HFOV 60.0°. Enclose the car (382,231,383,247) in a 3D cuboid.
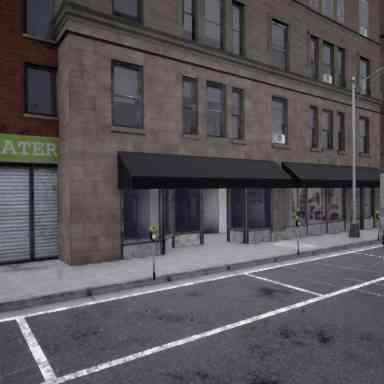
[{"bbox_3d":[9.217,1.540,13.116,4.507,1.381,1.887,0,-1,-35],"label":"car"}]
